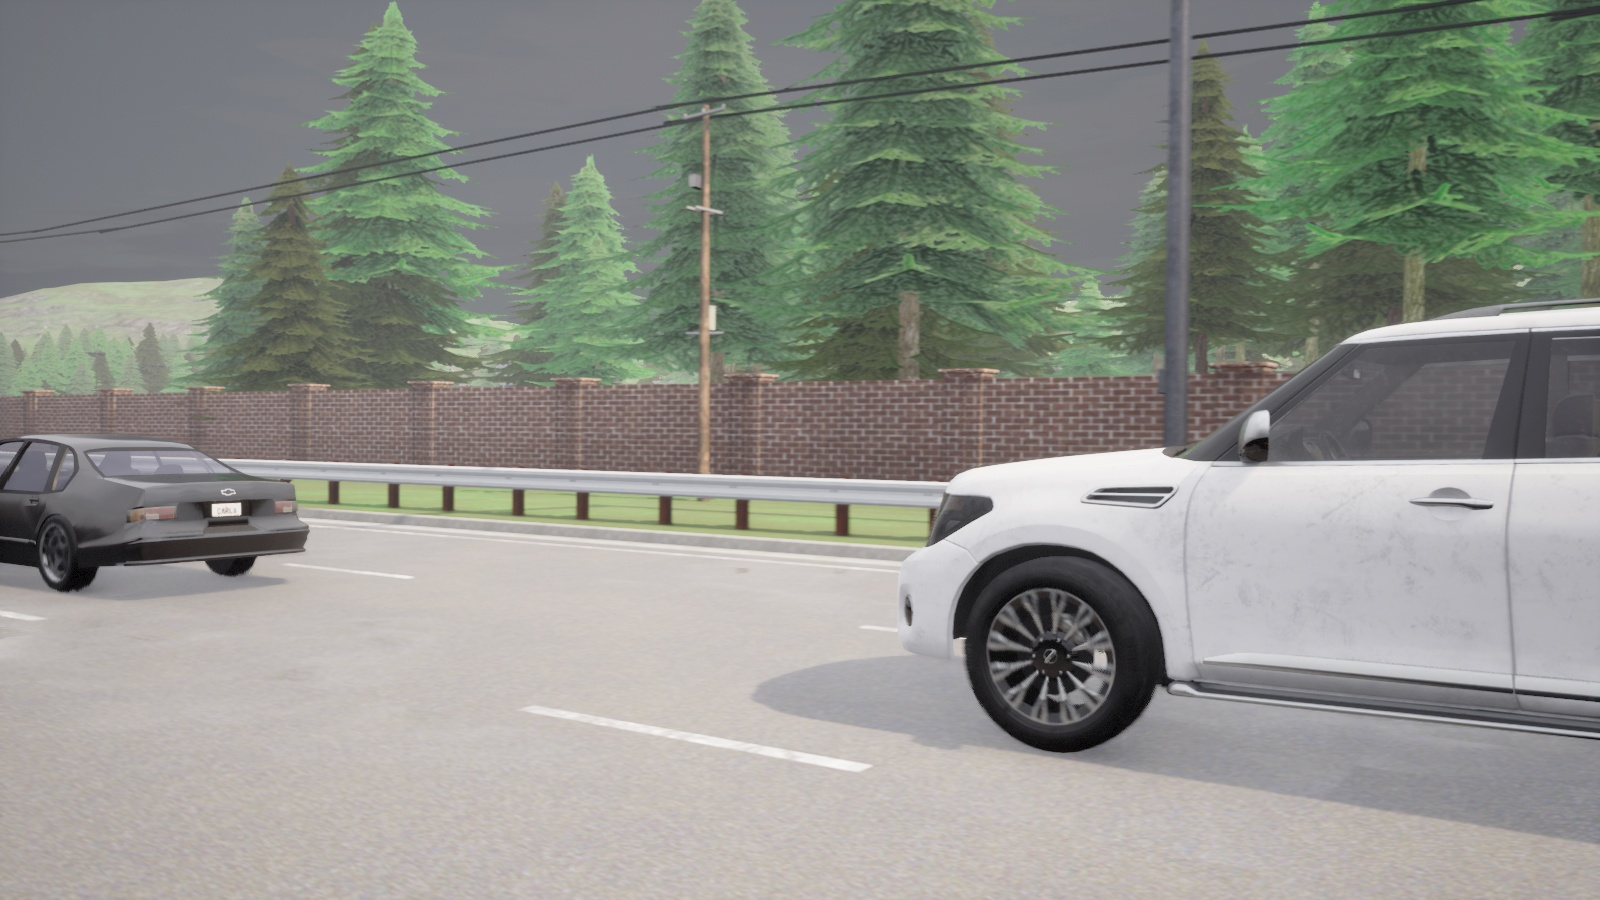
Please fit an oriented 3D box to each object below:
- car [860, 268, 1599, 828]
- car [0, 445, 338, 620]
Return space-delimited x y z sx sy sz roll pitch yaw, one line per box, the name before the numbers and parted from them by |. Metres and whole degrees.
car | 3.225 0.344 5.677 5.566 2.045 2.150 0 1 34
car | -7.208 0.672 12.612 5.357 1.411 2.033 0 1 34
